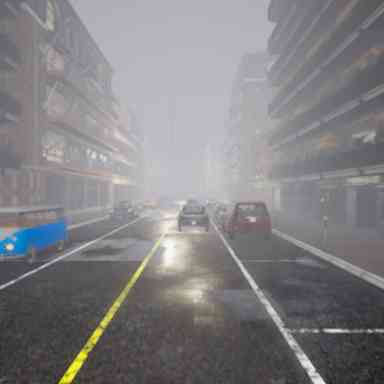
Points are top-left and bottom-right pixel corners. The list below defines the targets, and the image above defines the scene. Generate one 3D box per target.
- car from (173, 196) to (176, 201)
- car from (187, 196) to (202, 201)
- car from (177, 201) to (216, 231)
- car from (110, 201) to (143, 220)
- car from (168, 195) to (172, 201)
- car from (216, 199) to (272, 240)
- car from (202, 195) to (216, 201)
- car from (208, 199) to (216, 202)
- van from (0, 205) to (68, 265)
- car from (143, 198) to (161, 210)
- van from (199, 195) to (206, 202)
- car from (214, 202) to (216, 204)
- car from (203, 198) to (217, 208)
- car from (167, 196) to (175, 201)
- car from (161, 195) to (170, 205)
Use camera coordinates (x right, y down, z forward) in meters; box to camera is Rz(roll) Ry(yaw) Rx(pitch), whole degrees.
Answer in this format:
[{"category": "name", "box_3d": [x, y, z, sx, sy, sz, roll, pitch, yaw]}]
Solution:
[{"category": "car", "box_3d": [-5.705, 1.771, 84.844, 1.752, 1.417, 4.829, 0, 0, 0]}, {"category": "car", "box_3d": [0.095, 1.610, 44.321, 1.812, 1.442, 4.674, 0, 0, 0]}, {"category": "car", "box_3d": [0.098, 1.521, 20.834, 2.128, 1.511, 4.902, 0, 0, 0]}, {"category": "car", "box_3d": [-5.697, 1.486, 28.397, 1.967, 1.590, 4.097, 0, 0, 0]}, {"category": "car", "box_3d": [-5.702, 1.751, 68.029, 1.802, 1.307, 4.206, 0, 0, 0]}, {"category": "car", "box_3d": [2.685, 1.338, 17.050, 2.192, 1.841, 5.009, 0, 0, 0]}, {"category": "car", "box_3d": [2.681, 1.528, 45.360, 1.967, 1.590, 4.097, 0, 0, 0]}, {"category": "car", "box_3d": [2.684, 1.596, 28.374, 2.008, 1.369, 4.403, 0, 0, 0]}, {"category": "van", "box_3d": [-5.695, 1.355, 11.412, 1.690, 1.788, 3.998, 0, 0, 0]}, {"category": "car", "box_3d": [-5.699, 1.613, 45.213, 1.752, 1.417, 4.829, 0, 0, 0]}, {"category": "van", "box_3d": [2.674, 1.587, 84.990, 1.690, 1.788, 3.998, 0, 0, 0]}, {"category": "car", "box_3d": [2.685, 1.585, 22.712, 2.008, 1.369, 4.403, 0, 0, 0]}, {"category": "car", "box_3d": [2.681, 1.671, 51.019, 1.947, 1.339, 4.313, 0, 0, 0]}, {"category": "car", "box_3d": [-5.706, 1.841, 90.676, 1.947, 1.339, 4.313, 0, 0, 0]}, {"category": "car", "box_3d": [-5.701, 1.728, 62.368, 1.802, 1.307, 4.206, 0, 0, 0]}]
